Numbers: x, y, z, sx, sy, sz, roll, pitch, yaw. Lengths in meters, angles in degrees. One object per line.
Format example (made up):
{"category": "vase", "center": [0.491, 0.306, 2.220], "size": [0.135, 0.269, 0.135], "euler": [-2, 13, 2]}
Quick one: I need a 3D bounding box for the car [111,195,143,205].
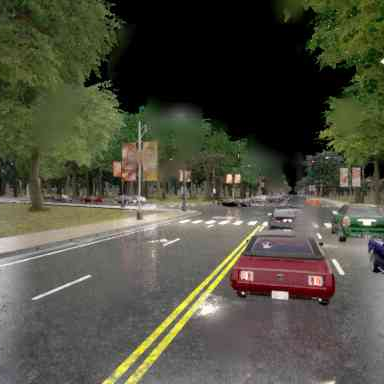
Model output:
{"category": "car", "center": [-10.938, 1.361, 54.653], "size": [4.902, 1.511, 2.128], "euler": [0, 0, 41]}

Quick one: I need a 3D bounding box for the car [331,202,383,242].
{"category": "car", "center": [8.069, 1.352, 16.199], "size": [2.097, 1.767, 4.553], "euler": [0, 0, 17]}

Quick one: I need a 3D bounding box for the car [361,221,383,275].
{"category": "car", "center": [5.463, 1.601, 7.596], "size": [1.895, 1.301, 4.718], "euler": [0, 0, 17]}

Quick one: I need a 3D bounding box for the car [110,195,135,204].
{"category": "car", "center": [-12.711, 1.320, 60.608], "size": [5.008, 1.535, 1.882], "euler": [0, 0, 40]}

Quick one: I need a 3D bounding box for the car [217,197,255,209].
{"category": "car", "center": [5.688, 1.564, 45.090], "size": [4.718, 1.301, 1.895], "euler": [0, 0, 40]}

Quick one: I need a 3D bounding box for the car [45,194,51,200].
{"category": "car", "center": [-37.048, 1.225, 85.253], "size": [4.674, 1.442, 1.812], "euler": [0, 0, 40]}

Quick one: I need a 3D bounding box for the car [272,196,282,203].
{"category": "car", "center": [18.513, 1.604, 72.390], "size": [1.895, 1.301, 4.718], "euler": [0, 0, 17]}

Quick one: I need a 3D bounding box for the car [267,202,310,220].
{"category": "car", "center": [4.935, 1.505, 17.070], "size": [1.837, 1.490, 4.892], "euler": [0, 0, 17]}

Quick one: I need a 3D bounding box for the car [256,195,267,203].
{"category": "car", "center": [15.321, 1.486, 73.072], "size": [1.882, 1.535, 5.008], "euler": [0, 0, 17]}

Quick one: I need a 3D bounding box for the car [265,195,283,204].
{"category": "car", "center": [15.442, 1.554, 62.587], "size": [2.033, 1.411, 5.357], "euler": [0, 0, 18]}

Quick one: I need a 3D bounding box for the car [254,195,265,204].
{"category": "car", "center": [12.368, 1.554, 63.631], "size": [2.033, 1.411, 5.357], "euler": [0, 0, 18]}

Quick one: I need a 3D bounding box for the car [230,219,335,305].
{"category": "car", "center": [2.255, 1.601, 8.207], "size": [1.895, 1.301, 4.718], "euler": [0, 0, 17]}

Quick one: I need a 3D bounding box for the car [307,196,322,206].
{"category": "car", "center": [19.625, 1.357, 53.588], "size": [2.097, 1.767, 4.553], "euler": [0, 0, 17]}

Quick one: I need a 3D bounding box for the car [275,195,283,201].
{"category": "car", "center": [21.572, 1.489, 82.299], "size": [1.882, 1.535, 5.008], "euler": [0, 0, 17]}

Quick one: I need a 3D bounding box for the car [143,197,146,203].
{"category": "car", "center": [-10.760, 1.367, 63.213], "size": [4.674, 1.442, 1.812], "euler": [0, 0, 40]}

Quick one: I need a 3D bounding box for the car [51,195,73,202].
{"category": "car", "center": [-26.114, 1.300, 67.529], "size": [4.674, 1.442, 1.812], "euler": [0, 0, 40]}

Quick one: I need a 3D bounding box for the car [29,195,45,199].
{"category": "car", "center": [-39.423, 1.225, 83.005], "size": [4.674, 1.442, 1.812], "euler": [0, 0, 40]}

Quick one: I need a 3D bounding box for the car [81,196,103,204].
{"category": "car", "center": [-18.369, 1.423, 60.932], "size": [4.718, 1.301, 1.895], "euler": [0, 0, 41]}

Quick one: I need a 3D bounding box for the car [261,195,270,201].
{"category": "car", "center": [18.350, 1.535, 82.881], "size": [1.812, 1.442, 4.674], "euler": [0, 0, 17]}
